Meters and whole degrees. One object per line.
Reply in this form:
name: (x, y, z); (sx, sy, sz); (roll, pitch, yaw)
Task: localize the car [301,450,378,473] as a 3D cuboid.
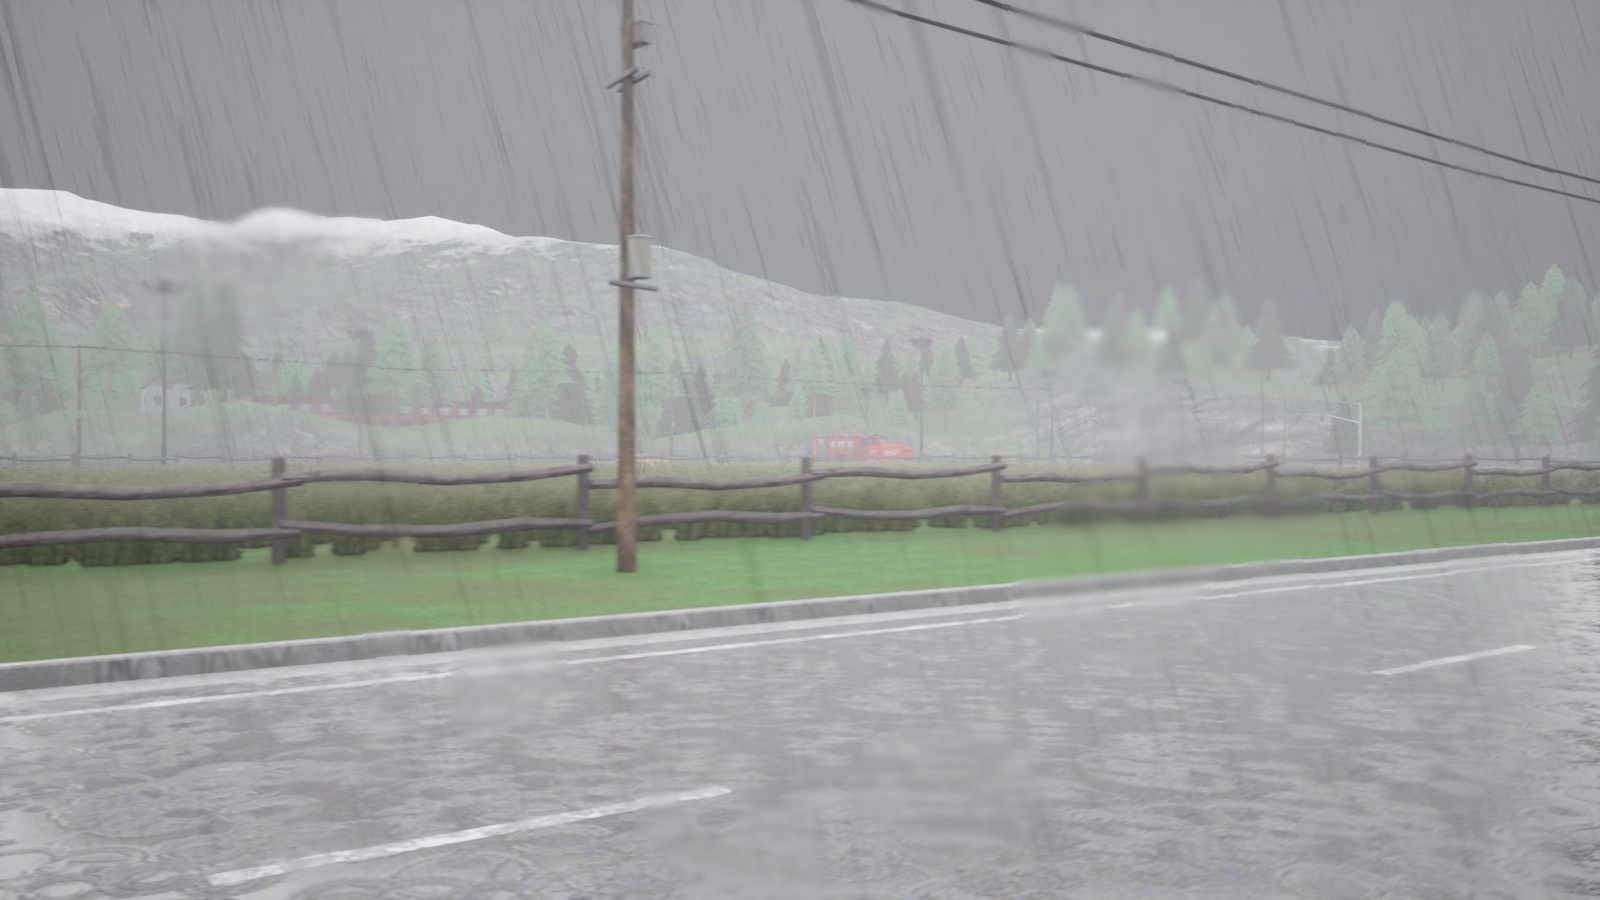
car: (-34.157, 0.824, 93.182); (5.027, 1.651, 2.152); (0, 0, -35)
